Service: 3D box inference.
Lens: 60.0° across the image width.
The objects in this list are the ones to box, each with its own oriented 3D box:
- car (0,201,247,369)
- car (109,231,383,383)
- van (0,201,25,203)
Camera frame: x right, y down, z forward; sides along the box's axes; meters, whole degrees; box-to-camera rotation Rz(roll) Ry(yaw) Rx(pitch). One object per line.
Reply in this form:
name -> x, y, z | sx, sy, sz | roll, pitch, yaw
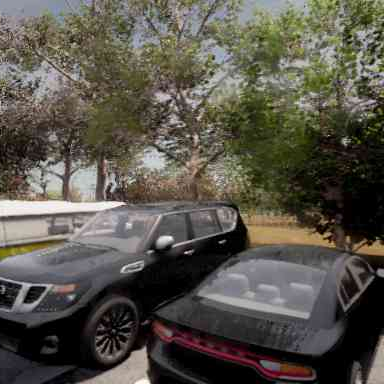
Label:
car -> -0.834, 1.236, 6.331 | 2.435, 2.045, 5.566 | 0, 0, 36
car -> 1.532, 1.470, 4.661 | 2.097, 1.535, 5.008 | 0, 0, 36
van -> -2.999, 1.276, 8.066 | 1.878, 1.987, 4.442 | 0, 0, 36
